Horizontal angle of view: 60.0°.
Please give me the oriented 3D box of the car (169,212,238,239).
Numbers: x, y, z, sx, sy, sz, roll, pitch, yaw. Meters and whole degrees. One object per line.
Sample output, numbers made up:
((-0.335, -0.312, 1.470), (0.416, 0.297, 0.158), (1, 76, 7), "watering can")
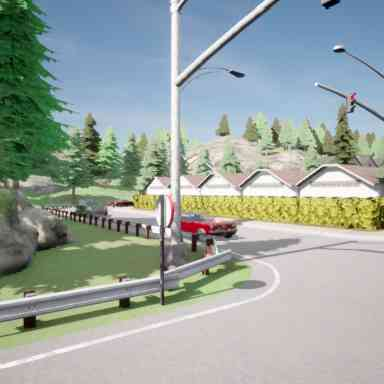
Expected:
((0.320, 1.792, 18.168), (1.895, 1.301, 4.718), (0, 0, -35), "car")

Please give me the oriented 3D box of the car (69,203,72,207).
((-16.345, 1.767, 50.624), (2.033, 1.411, 5.357), (0, 0, 18), "car")

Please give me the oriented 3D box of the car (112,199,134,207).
((-11.010, 1.777, 53.305), (1.895, 1.301, 4.718), (0, 0, 33), "car")

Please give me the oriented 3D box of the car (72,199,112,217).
((-9.946, 1.543, 32.923), (2.097, 1.767, 4.553), (0, 0, -34), "car")
